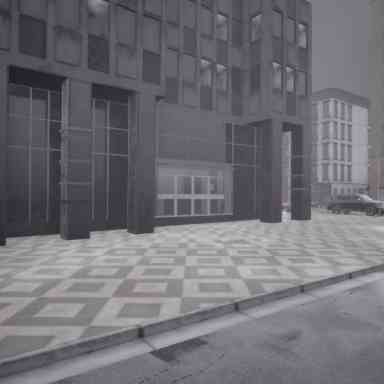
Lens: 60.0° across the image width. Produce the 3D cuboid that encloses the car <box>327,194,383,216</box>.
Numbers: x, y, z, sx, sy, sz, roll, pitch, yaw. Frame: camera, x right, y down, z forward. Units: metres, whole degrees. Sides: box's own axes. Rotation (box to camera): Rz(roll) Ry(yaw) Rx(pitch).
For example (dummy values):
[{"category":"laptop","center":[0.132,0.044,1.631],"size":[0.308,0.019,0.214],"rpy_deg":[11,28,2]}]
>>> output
[{"category":"car","center":[15.793,1.190,31.880],"size":[2.150,2.045,5.566],"rpy_deg":[1,-1,-36]}]

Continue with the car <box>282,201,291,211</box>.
[{"category":"car","center":[9.964,1.497,39.999],"size":[1.812,1.442,4.674],"rpy_deg":[1,0,-36]}]

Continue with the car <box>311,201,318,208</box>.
[{"category":"car","center":[15.804,1.629,48.926],"size":[2.033,1.411,5.357],"rpy_deg":[1,0,-36]}]
